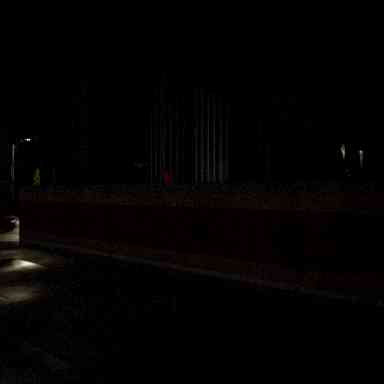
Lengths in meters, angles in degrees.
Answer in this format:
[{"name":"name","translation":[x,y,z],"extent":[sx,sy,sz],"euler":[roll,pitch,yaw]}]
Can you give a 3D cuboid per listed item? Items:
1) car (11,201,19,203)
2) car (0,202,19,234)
[{"name":"car","translation":[-12.249,1.603,28.808],"extent":[2.033,1.411,5.357],"euler":[0,0,37]},{"name":"car","translation":[-11.870,1.535,17.264],"extent":[1.882,1.535,5.008],"euler":[0,0,37]}]
